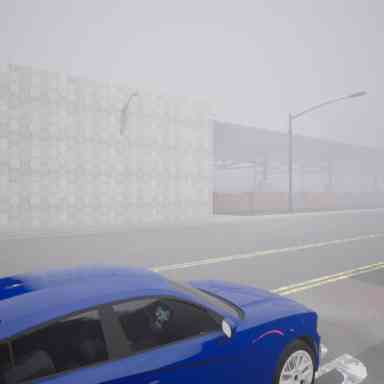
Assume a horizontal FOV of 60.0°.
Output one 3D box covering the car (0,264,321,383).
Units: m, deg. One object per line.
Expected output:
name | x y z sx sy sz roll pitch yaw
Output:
car | -0.776 1.478 3.196 5.008 1.535 1.882 0 0 -36
